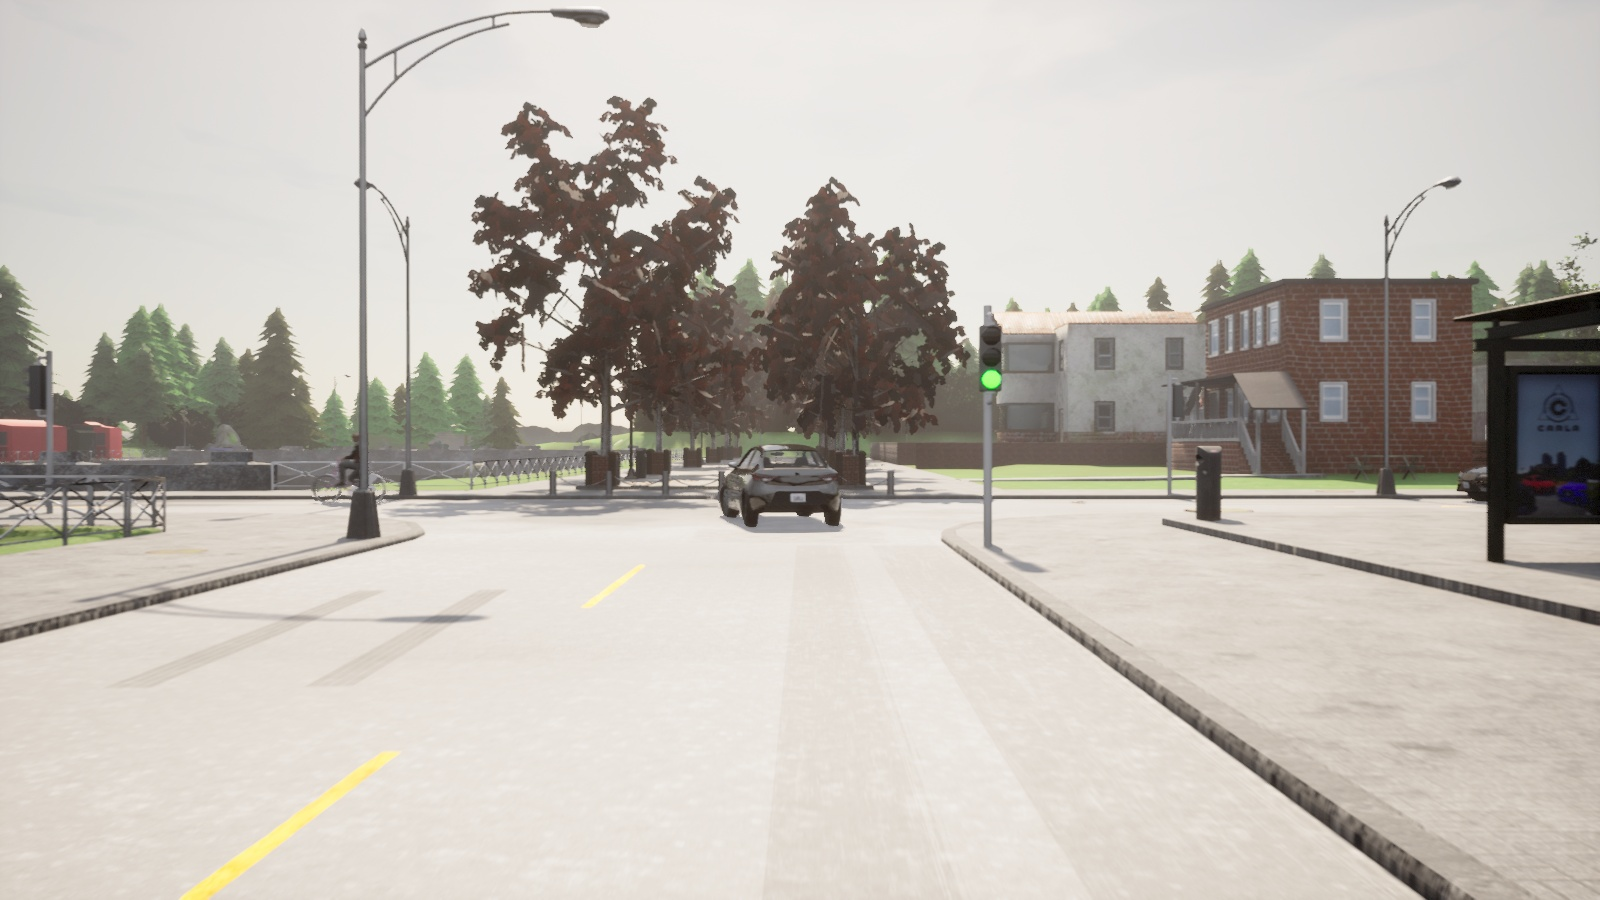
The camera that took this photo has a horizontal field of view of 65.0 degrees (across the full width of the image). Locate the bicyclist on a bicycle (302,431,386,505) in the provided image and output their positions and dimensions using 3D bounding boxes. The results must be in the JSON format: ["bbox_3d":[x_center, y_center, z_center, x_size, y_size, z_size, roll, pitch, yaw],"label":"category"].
[{"bbox_3d":[-11.233,0.434,30.952,1.843,1.776,0.659,0,1,4],"label":"bicyclist on a bicycle"}]

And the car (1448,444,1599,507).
[{"bbox_3d":[18.412,0.602,30.704,4.193,1.474,1.816,0,0,0],"label":"car"}]

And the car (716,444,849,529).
[{"bbox_3d":[-0.435,0.625,23.932,1.816,1.474,4.193,0,0,-11],"label":"car"}]
